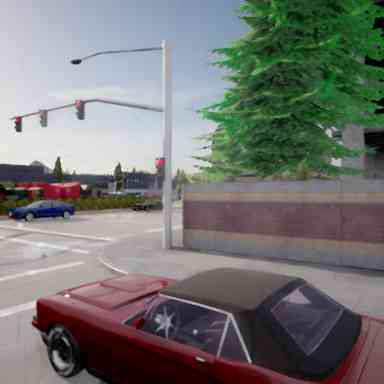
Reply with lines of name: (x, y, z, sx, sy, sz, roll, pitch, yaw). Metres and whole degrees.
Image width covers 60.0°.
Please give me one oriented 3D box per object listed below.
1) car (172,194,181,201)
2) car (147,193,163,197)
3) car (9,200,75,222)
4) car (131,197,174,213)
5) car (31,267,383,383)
car: (-4.694, 1.389, 74.087, 3.806, 1.475, 1.970, 0, 0, 35)
car: (-7.885, 1.147, 69.511, 4.605, 1.855, 1.932, 0, 0, 35)
car: (-11.720, 1.419, 26.247, 1.882, 1.535, 5.008, 0, 0, 35)
car: (-4.465, 1.542, 36.594, 1.895, 1.301, 4.718, 0, 0, 35)
car: (0.175, 1.601, 3.856, 4.718, 1.301, 1.895, 0, 0, 36)
